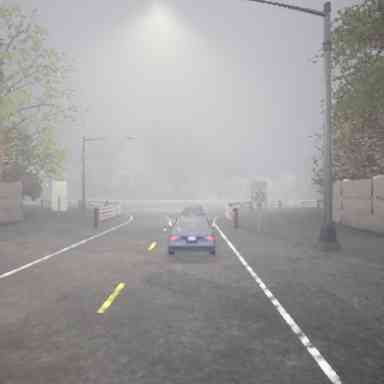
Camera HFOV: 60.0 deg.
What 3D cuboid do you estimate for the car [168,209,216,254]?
[{"bbox_3d":[-0.004,1.678,13.996,2.033,1.411,5.357,0,0,0],"label":"car"}]

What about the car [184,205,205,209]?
[{"bbox_3d":[0.187,1.834,29.117,1.994,1.385,4.181,0,-1,5],"label":"car"}]
